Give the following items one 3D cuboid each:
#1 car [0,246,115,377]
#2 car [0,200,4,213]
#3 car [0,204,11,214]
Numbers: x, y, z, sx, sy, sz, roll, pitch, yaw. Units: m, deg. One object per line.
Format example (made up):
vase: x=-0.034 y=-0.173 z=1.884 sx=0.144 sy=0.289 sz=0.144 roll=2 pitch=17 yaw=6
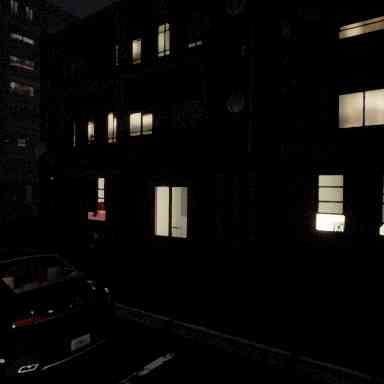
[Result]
car: x=-3.103 y=1.549 z=5.230 sx=4.403 sy=1.369 sz=2.008 roll=0 pitch=1 yaw=36
car: x=-23.287 y=1.622 z=36.212 sx=2.008 sy=1.369 sz=4.403 roll=1 pitch=0 yaw=36
car: x=-21.640 y=1.655 z=34.076 sx=2.033 sy=1.411 sz=5.357 roll=1 pitch=0 yaw=36
